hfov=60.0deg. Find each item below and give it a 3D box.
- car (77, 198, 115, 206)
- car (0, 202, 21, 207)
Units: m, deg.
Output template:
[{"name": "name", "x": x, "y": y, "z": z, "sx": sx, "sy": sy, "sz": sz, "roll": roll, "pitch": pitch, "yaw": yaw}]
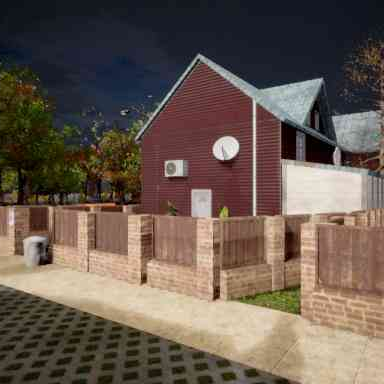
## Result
[{"name": "car", "x": -9.617, "y": 1.435, "z": 32.461, "sx": 2.097, "sy": 1.767, "sz": 4.553, "roll": 0, "pitch": 0, "yaw": 35}, {"name": "car", "x": -14.847, "y": 1.556, "z": 25.082, "sx": 1.837, "sy": 1.490, "sz": 4.892, "roll": 0, "pitch": 0, "yaw": 35}]
